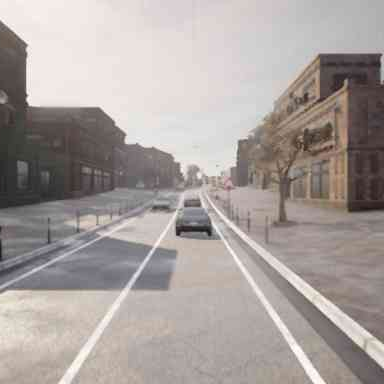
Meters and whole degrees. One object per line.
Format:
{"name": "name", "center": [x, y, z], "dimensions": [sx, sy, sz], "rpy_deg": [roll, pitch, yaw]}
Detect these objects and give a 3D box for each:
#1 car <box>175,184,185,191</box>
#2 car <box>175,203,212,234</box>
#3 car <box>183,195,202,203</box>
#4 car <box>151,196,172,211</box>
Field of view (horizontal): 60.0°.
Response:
{"name": "car", "center": [-2.585, -0.991, 75.827], "dimensions": [1.812, 1.442, 4.674], "rpy_deg": [0, 2, 3]}
{"name": "car", "center": [0.089, 1.545, 18.986], "dimensions": [1.994, 1.385, 4.181], "rpy_deg": [0, 0, 0]}
{"name": "car", "center": [0.078, 1.067, 36.566], "dimensions": [2.128, 1.511, 4.902], "rpy_deg": [0, 2, 0]}
{"name": "car", "center": [-3.118, 1.170, 35.379], "dimensions": [2.033, 1.411, 5.357], "rpy_deg": [0, 2, 0]}
